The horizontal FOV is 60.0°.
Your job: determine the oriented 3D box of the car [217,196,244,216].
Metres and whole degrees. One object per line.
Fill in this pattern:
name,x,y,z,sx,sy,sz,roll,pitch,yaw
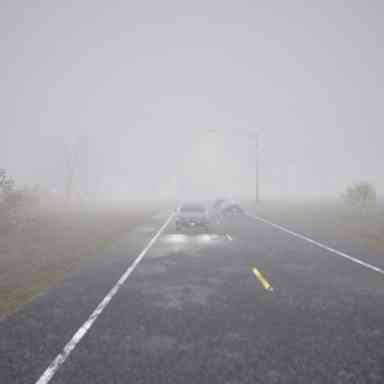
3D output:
car,3.638,1.350,30.445,1.812,1.442,4.674,0,0,1

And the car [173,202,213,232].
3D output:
car,0.041,1.387,19.426,1.837,1.490,4.892,0,0,0

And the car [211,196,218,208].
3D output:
car,3.625,1.253,43.377,1.837,1.490,4.892,0,1,1
